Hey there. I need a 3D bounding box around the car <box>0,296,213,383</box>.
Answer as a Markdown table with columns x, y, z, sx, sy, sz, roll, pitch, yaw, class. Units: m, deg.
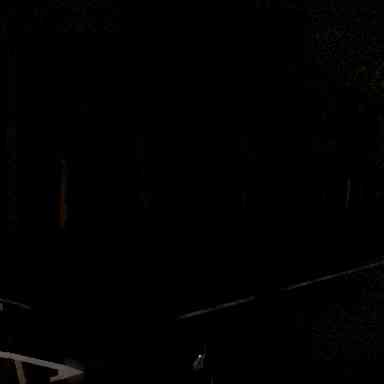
| x | y | z | sx | sy | sz | roll | pitch | yaw | class |
| --- | --- | --- | --- | --- | --- | --- | --- | --- | --- |
| -2.047 | 1.495 | 2.286 | 4.902 | 1.511 | 2.128 | -1 | 0 | -36 | car |
